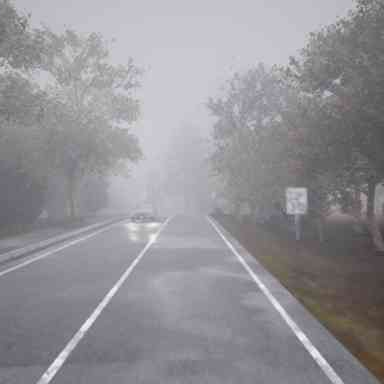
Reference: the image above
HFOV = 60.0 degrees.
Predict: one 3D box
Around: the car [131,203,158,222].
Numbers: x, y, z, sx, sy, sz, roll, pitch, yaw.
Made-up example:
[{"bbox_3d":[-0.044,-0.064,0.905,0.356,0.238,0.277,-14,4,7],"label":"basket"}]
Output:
[{"bbox_3d":[-3.850,1.639,27.517,1.812,1.442,4.674,0,-1,0],"label":"car"}]
